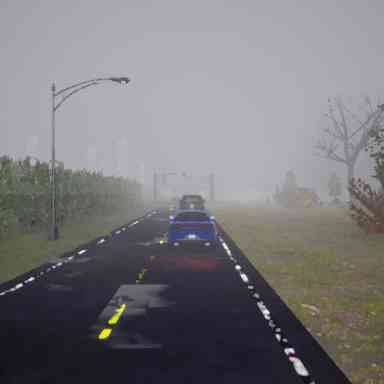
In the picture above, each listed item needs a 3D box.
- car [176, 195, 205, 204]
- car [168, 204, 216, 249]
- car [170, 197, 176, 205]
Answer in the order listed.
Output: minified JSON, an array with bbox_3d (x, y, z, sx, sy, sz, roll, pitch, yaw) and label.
[{"bbox_3d":[0.000,1.274,29.689,2.150,2.045,5.566,0,0,0],"label":"car"},{"bbox_3d":[0.000,1.490,14.653,1.882,1.535,5.008,0,0,0],"label":"car"},{"bbox_3d":[-2.751,1.616,58.664,1.812,1.442,4.674,0,0,0],"label":"car"}]
